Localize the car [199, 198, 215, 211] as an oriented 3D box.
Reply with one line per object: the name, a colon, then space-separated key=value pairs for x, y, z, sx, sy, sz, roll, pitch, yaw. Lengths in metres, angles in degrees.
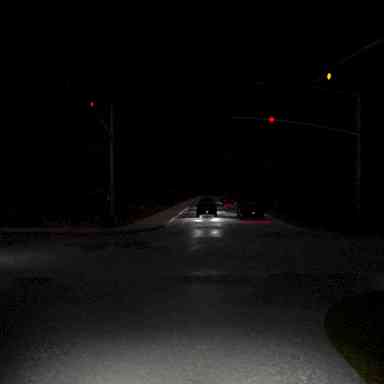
car: x=1.847 y=1.470 z=40.449 sx=1.837 sy=1.490 sz=4.892 roll=0 pitch=0 yaw=3

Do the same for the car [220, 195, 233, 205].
car: x=6.353 y=1.566 z=59.014 sx=1.895 sy=1.301 sz=4.718 roll=0 pitch=0 yaw=3

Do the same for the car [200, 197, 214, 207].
car: x=2.339 y=1.529 z=50.357 sx=1.994 sy=1.385 sz=4.181 roll=0 pitch=0 yaw=3

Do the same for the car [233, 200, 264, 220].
car: x=4.843 y=1.443 z=27.991 sx=1.882 sy=1.535 sz=5.008 roll=0 pitch=0 yaw=3

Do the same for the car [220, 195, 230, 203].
car: x=6.838 y=1.470 z=68.975 sx=1.837 sy=1.490 sz=4.892 roll=0 pitch=0 yaw=3

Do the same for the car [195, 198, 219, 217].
car: x=1.384 y=1.470 z=30.997 sx=1.837 sy=1.490 sz=4.892 roll=0 pitch=0 yaw=3
